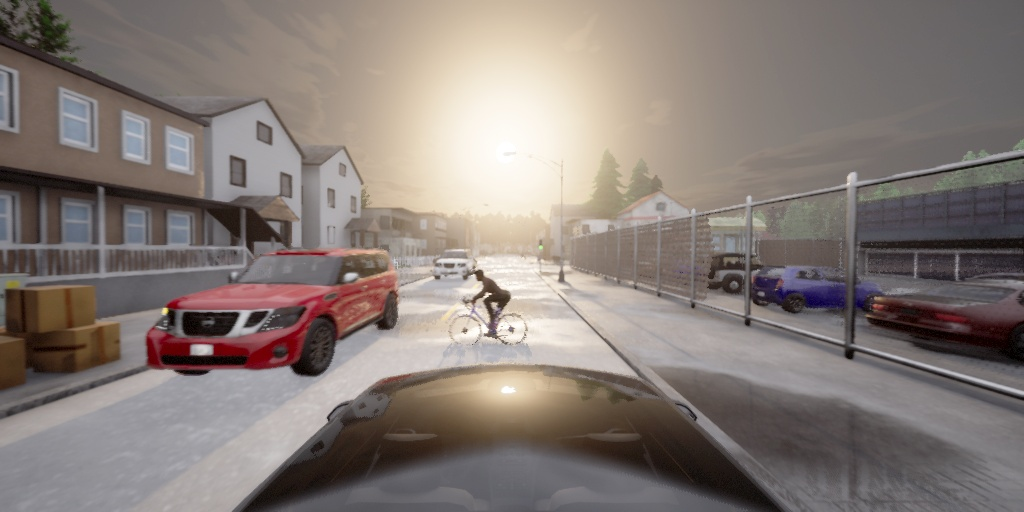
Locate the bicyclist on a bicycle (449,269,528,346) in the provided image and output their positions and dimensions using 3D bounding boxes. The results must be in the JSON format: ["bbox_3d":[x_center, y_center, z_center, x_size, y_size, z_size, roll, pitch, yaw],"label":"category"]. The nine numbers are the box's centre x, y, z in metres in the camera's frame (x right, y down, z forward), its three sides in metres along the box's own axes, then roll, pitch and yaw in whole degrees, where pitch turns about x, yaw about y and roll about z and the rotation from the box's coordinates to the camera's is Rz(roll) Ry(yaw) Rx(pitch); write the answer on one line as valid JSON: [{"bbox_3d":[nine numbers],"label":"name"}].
[{"bbox_3d":[-0.506,1.088,7.482,1.656,1.620,0.582,-2,1,0],"label":"bicyclist on a bicycle"}]

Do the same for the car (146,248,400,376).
[{"bbox_3d":[-4.099,0.843,7.515,2.150,2.045,5.566,0,1,0],"label":"car"}]

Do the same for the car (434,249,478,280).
[{"bbox_3d":[-3.983,0.539,25.445,2.150,2.045,5.566,0,1,0],"label":"car"}]
